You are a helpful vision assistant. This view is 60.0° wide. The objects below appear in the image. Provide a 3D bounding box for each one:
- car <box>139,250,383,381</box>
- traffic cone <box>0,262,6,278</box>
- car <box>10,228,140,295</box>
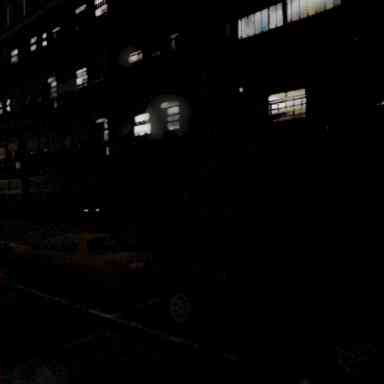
[{"bbox_3d":[1.462,1.640,5.501,4.507,1.381,1.887,0,-3,37],"label":"car"},{"bbox_3d":[-5.417,2.070,9.282,0.340,0.580,0.340,0,-1,41],"label":"traffic cone"},{"bbox_3d":[-3.105,1.647,8.915,4.829,1.417,1.752,0,-3,37],"label":"car"}]
